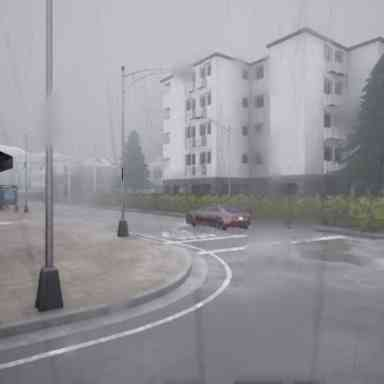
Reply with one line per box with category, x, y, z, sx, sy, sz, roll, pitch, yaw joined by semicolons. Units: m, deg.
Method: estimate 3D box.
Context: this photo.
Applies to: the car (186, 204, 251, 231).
car;1.447;1.388;19.380;1.994;1.385;4.181;0;0;-35
